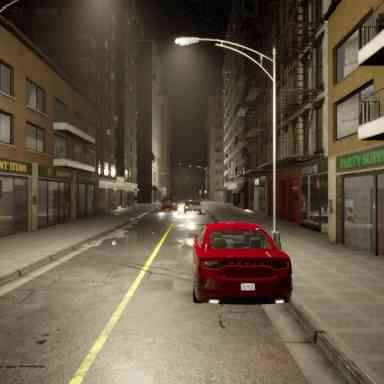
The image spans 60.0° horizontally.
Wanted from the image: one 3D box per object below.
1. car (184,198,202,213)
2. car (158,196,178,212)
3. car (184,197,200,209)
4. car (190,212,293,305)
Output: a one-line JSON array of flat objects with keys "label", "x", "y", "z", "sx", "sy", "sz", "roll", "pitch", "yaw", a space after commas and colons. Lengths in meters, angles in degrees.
[{"label": "car", "x": 0.080, "y": 1.621, "z": 36.636, "sx": 1.895, "sy": 1.301, "sz": 4.718, "roll": 0, "pitch": 0, "yaw": 0}, {"label": "car", "x": -2.747, "y": 1.375, "z": 39.201, "sx": 2.097, "sy": 1.767, "sz": 4.553, "roll": 0, "pitch": 0, "yaw": 0}, {"label": "car", "x": 0.030, "y": 1.523, "z": 46.711, "sx": 2.128, "sy": 1.511, "sz": 4.902, "roll": 0, "pitch": 0, "yaw": 0}, {"label": "car", "x": 0.963, "y": 1.480, "z": 8.201, "sx": 1.882, "sy": 1.535, "sz": 5.008, "roll": 0, "pitch": 0, "yaw": 0}]
